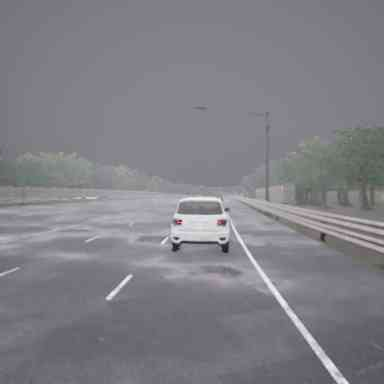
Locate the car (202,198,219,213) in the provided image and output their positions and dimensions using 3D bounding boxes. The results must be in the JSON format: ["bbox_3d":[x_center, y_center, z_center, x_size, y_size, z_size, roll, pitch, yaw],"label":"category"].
[{"bbox_3d":[2.170,1.499,37.834,1.882,1.535,5.008,0,0,5],"label":"car"}]

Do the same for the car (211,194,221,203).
[{"bbox_3d":[5.312,1.388,72.361,2.150,2.045,5.566,0,0,5],"label":"car"}]

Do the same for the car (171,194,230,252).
[{"bbox_3d":[0.423,1.227,14.153,2.150,2.045,5.566,0,0,4],"label":"car"}]
